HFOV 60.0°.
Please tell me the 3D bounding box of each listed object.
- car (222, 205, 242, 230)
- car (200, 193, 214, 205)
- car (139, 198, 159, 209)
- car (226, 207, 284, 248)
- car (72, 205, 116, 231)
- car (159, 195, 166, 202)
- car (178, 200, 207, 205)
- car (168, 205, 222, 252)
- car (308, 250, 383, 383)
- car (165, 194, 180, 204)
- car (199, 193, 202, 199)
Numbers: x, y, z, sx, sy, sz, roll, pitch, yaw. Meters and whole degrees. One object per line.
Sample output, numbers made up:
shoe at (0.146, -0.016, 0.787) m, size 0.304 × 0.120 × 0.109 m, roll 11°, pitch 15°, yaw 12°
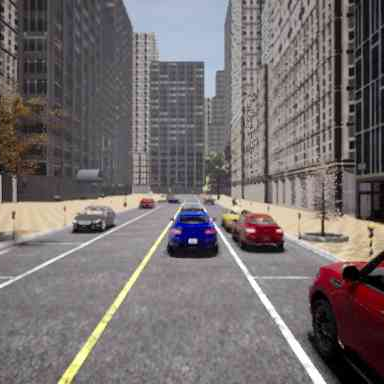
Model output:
car at (2.697, 1.462, 19.946) m, size 1.752 × 1.417 × 4.829 m, roll 1°, pitch 0°, yaw 0°
car at (2.696, 1.373, 53.625) m, size 2.008 × 1.369 × 4.403 m, roll 1°, pitch 0°, yaw 0°
car at (-5.684, 1.407, 42.328) m, size 1.887 × 1.381 × 4.507 m, roll 1°, pitch 0°, yaw 0°
car at (2.697, 1.538, 14.135) m, size 1.802 × 1.307 × 4.206 m, roll 1°, pitch 0°, yaw 0°
car at (-5.684, 1.488, 19.757) m, size 2.008 × 1.369 × 4.403 m, roll 1°, pitch 0°, yaw 0°
car at (-5.685, 1.308, 64.729) m, size 1.752 × 1.417 × 4.829 m, roll 1°, pitch 0°, yaw 0°
car at (0.037, 1.514, 27.279) m, size 1.895 × 1.301 × 4.718 m, roll 0°, pitch 0°, yaw 1°
car at (0.047, 1.483, 13.557) m, size 1.812 × 1.442 × 4.674 m, roll 0°, pitch 0°, yaw 0°
car at (2.700, 1.306, 2.852) m, size 2.192 × 1.841 × 5.009 m, roll 1°, pitch 0°, yaw 0°
car at (-3.060, 1.410, 57.344) m, size 1.895 × 1.301 × 4.718 m, roll 0°, pitch 0°, yaw 1°
car at (2.996, 1.045, 89.058) m, size 2.097 × 1.767 × 4.553 m, roll 0°, pitch 0°, yaw 0°
